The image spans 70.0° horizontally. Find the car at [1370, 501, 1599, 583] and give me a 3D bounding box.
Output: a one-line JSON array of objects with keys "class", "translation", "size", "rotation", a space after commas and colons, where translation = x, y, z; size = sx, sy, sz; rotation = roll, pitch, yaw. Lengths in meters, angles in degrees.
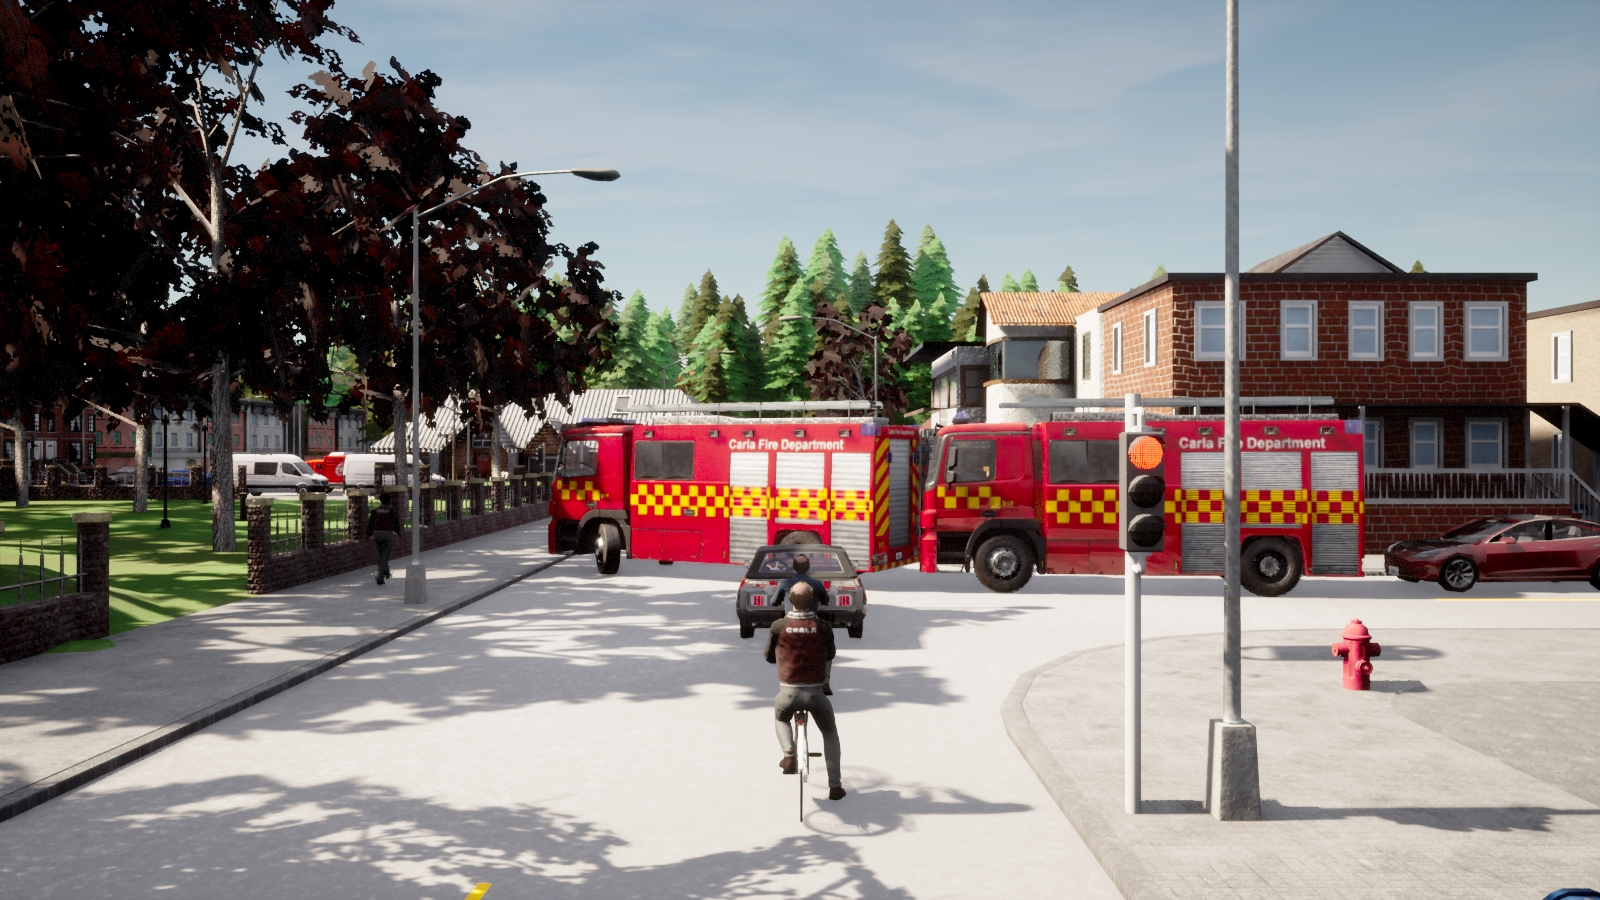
[{"class": "car", "translation": [14.608, 1.843, 23.389], "size": [4.792, 1.488, 2.163], "rotation": [0, 0, 0]}]

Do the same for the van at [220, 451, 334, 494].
[{"class": "van", "translation": [-31.465, 1.314, 68.839], "size": [5.915, 2.561, 1.988], "rotation": [0, 0, 1]}]

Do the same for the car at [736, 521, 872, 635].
[{"class": "car", "translation": [0.052, 1.935, 18.331], "size": [1.895, 1.301, 4.718], "rotation": [0, 0, 0]}]

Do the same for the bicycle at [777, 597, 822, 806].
[{"class": "bicycle", "translation": [-0.005, 1.940, 9.200], "size": [0.329, 1.271, 1.835], "rotation": [0, 0, 0]}]

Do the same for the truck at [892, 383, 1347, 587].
[{"class": "truck", "translation": [6.200, 0.669, 23.329], "size": [8.468, 3.827, 2.891], "rotation": [0, 0, 7]}]

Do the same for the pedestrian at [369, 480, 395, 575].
[{"class": "pedestrian", "translation": [-8.259, 1.525, 22.590], "size": [0.375, 1.860, 0.375], "rotation": [0, 0, -1]}]

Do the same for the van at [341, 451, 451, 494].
[{"class": "van", "translation": [-24.299, 1.314, 68.785], "size": [5.915, 2.561, 1.988], "rotation": [0, 0, 1]}]

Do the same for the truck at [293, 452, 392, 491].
[{"class": "truck", "translation": [-29.092, 1.345, 72.766], "size": [5.204, 2.467, 2.627], "rotation": [0, 0, 0]}]

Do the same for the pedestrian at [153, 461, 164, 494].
[{"class": "pedestrian", "translation": [-35.583, 1.523, 63.401], "size": [0.375, 1.860, 0.375], "rotation": [0, 0, 1]}]

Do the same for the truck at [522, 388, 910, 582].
[{"class": "truck", "translation": [-2.009, 0.672, 25.771], "size": [8.468, 3.827, 2.891], "rotation": [0, 0, 28]}]
